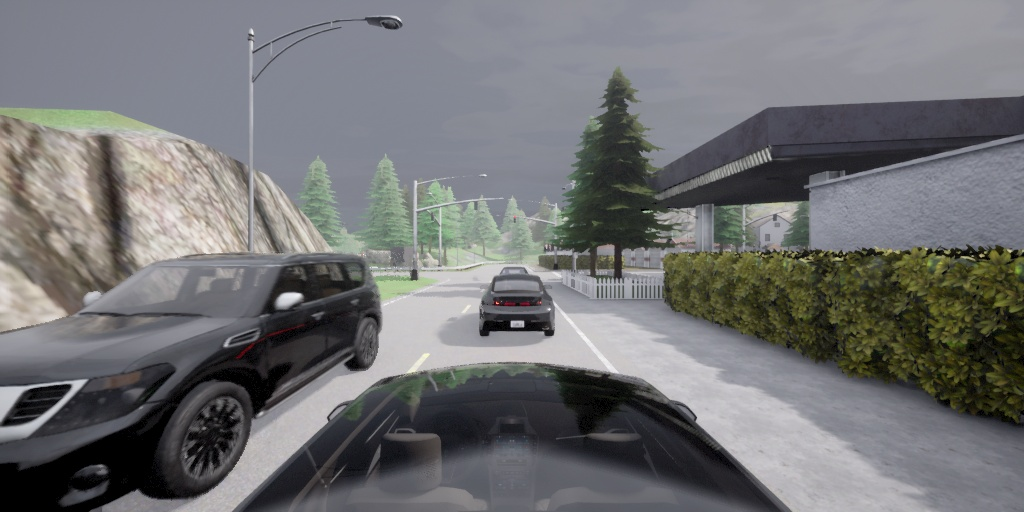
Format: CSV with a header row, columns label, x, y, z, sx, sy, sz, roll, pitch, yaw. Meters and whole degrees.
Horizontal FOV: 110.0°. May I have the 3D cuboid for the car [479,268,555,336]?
label,x,y,z,sx,sy,sz,roll,pitch,yaw
car,0.123,1.255,10.334,1.837,1.490,4.892,0,0,0

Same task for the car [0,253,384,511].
label,x,y,z,sx,sy,sz,roll,pitch,yaw
car,-3.591,0.971,4.834,2.150,2.045,5.566,0,0,0
